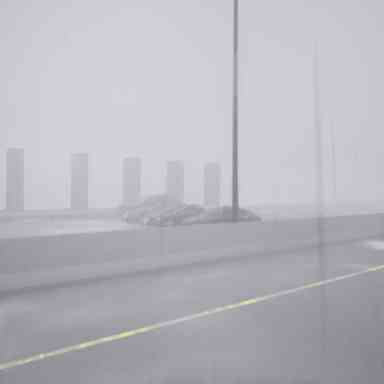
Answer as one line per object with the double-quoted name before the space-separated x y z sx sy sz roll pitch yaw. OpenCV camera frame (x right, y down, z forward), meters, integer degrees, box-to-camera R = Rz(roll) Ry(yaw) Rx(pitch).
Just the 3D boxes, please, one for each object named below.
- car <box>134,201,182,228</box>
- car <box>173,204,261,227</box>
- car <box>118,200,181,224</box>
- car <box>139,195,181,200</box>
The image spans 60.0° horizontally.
"car" -0.729 1.543 20.727 4.902 1.511 2.128 0 0 -36
"car" 1.676 1.560 18.152 4.892 1.490 1.837 1 0 -36
"car" -2.555 1.545 23.729 4.902 1.511 2.128 0 0 -36
"car" -3.303 1.283 27.514 5.566 2.045 2.150 1 0 -36
